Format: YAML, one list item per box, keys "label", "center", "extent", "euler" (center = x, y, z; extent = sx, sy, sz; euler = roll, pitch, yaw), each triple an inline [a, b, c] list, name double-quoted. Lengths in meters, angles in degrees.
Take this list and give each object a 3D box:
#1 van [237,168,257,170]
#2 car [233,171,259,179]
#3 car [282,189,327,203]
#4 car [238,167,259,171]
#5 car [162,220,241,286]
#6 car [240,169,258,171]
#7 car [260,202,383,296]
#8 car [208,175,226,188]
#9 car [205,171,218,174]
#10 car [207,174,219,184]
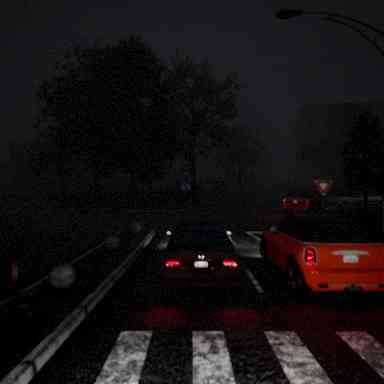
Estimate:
- label: "van"
  center: [13.723, -4.484, 85.301]
  extent: [4.442, 1.987, 1.878]
  euler: [1, 5, 10]
- label: "car"
  center: [12.918, -3.754, 79.891]
  extent: [4.892, 1.521, 2.231]
  euler: [1, 5, 10]
- label: "car"
  center: [8.322, 0.554, 24.374]
  extent: [2.097, 1.767, 4.553]
  euler: [3, 5, 37]
- label: "car"
  center: [14.316, -4.760, 87.971]
  extent: [5.566, 2.045, 2.435]
  euler: [1, 5, 10]
- label: "car"
  center: [0.206, 1.520, 9.486]
  extent: [2.033, 1.411, 5.357]
  euler: [0, 1, 0]
- label: "car"
  center: [13.411, -4.130, 82.579]
  extent: [4.553, 1.767, 2.185]
  euler: [1, 5, 10]
- label: "car"
  center: [3.205, 1.336, 8.805]
  extent: [2.097, 1.767, 4.553]
  euler: [0, 1, 0]
- label: "car"
  center: [4.409, -1.484, 54.950]
  extent: [1.837, 1.490, 4.892]
  euler: [0, 5, -6]
- label: "car"
  center: [4.443, -3.297, 75.798]
  extent: [2.033, 1.411, 5.357]
  euler: [1, 5, 9]
- label: "car"
  center: [3.910, -2.383, 65.943]
  extent: [1.994, 1.385, 4.181]
  euler: [0, 5, 3]
